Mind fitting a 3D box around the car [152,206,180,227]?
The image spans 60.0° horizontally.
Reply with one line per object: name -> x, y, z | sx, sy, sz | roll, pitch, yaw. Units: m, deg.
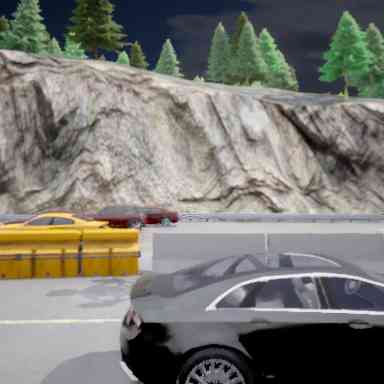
car -> -3.396, 1.824, 25.206 | 5.008, 1.535, 1.882 | 0, -1, -2

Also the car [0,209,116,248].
car -> -6.142, 1.677, 14.564 | 5.008, 1.535, 1.882 | 0, -1, -3

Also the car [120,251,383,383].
car -> 1.601, 1.552, 4.162 | 4.902, 1.511, 2.128 | 0, -1, -1

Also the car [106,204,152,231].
car -> -5.167, 1.648, 21.608 | 4.553, 1.767, 2.097 | 0, -1, -3

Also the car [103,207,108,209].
car -> -7.424, 1.723, 17.985 | 5.008, 1.535, 1.882 | 0, -1, -4
